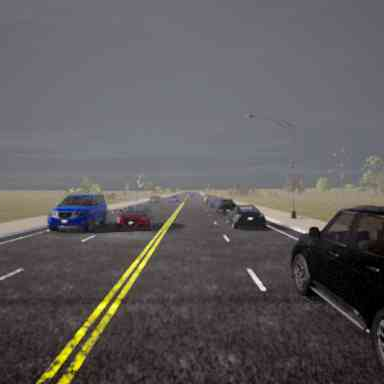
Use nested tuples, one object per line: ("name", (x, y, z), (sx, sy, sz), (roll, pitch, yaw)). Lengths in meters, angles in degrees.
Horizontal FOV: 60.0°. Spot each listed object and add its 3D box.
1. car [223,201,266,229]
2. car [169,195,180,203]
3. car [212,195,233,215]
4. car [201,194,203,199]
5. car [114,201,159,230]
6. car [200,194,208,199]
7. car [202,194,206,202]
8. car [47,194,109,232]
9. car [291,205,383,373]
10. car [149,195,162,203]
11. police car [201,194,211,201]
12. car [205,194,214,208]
("car", (3.349, 1.482, 21.049), (1.994, 1.385, 4.181), (0, 0, 0))
("car", (-3.283, 1.277, 62.479), (1.812, 1.442, 4.674), (0, 0, 1))
("car", (3.247, 1.378, 32.453), (1.837, 1.490, 4.892), (0, 0, 0))
("car", (3.244, 1.196, 65.642), (1.801, 1.575, 5.366), (0, 0, 0))
("car", (-3.350, 1.486, 20.170), (1.994, 1.385, 4.181), (0, 0, 0))
("car", (3.242, 1.241, 87.482), (1.895, 1.301, 4.718), (0, 0, 0))
("car", (3.245, 1.289, 54.482), (2.163, 1.488, 4.792), (0, 0, 0))
("car", (-6.602, 1.144, 19.956), (2.150, 2.045, 5.566), (0, 0, 0))
("car", (3.349, 1.204, 5.327), (2.150, 2.045, 5.566), (0, 1, 0))
("car", (-6.551, 1.257, 59.477), (2.128, 1.511, 4.902), (0, 0, 1))
("police car", (3.243, 1.197, 76.453), (2.038, 1.542, 4.974), (0, 0, 0))
("car", (3.246, 1.334, 43.482), (2.163, 1.488, 4.792), (0, 0, 0))
